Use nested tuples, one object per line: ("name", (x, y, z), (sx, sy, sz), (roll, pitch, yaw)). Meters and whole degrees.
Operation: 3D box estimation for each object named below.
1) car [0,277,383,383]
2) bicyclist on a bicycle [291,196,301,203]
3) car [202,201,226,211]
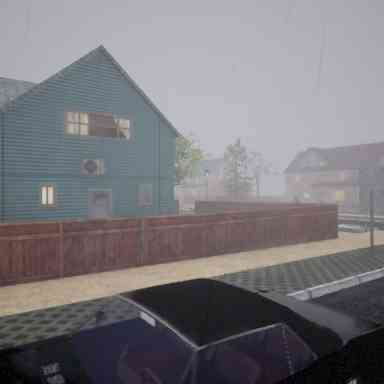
("car", (-0.257, 1.601, 2.843), (4.718, 1.301, 1.895), (0, 0, -35))
("bicyclist on a bicycle", (9.825, 1.206, 31.336), (1.656, 1.620, 0.582), (-1, 1, -36))
("car", (2.671, 1.507, 31.262), (1.895, 1.301, 4.718), (0, 0, -36))
